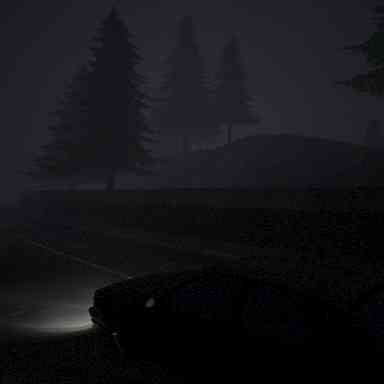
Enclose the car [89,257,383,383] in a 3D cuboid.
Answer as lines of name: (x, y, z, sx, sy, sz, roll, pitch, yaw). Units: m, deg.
car: (0.871, 1.547, 3.977, 5.357, 1.411, 2.033, 0, 0, 44)
